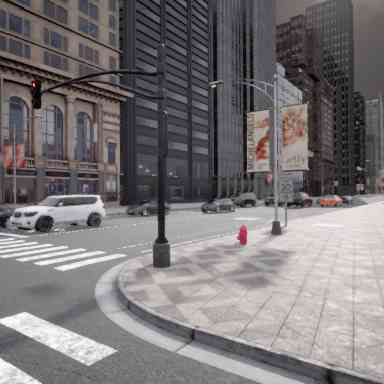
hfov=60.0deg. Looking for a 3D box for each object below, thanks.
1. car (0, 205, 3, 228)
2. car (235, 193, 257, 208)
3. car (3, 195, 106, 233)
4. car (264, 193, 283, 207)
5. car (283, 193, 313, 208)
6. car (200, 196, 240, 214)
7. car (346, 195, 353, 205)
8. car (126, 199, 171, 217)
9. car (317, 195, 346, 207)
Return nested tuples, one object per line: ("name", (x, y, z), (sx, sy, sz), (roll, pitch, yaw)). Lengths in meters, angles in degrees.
("car", (-12.443, 1.510, 19.339), (1.837, 1.490, 4.892), (0, 0, 39))
("car", (7.035, 1.145, 46.277), (2.150, 2.045, 5.566), (-1, 0, 36))
("car", (-7.761, 1.191, 19.921), (2.150, 2.045, 5.566), (-1, 0, 35))
("car", (12.475, 1.116, 48.243), (2.150, 2.045, 5.566), (-1, -1, 36))
("car", (14.897, 1.089, 45.837), (2.150, 2.045, 5.566), (-1, 0, 36))
("car", (2.745, 1.432, 34.686), (1.837, 1.490, 4.892), (-1, -1, 35))
("car", (25.240, 1.331, 54.767), (1.837, 1.490, 4.892), (-1, 0, 35))
("car", (-3.986, 1.470, 30.836), (1.837, 1.490, 4.892), (-1, 0, 35))
("car", (19.856, 1.188, 47.201), (2.097, 1.767, 4.553), (-1, 0, 36))
